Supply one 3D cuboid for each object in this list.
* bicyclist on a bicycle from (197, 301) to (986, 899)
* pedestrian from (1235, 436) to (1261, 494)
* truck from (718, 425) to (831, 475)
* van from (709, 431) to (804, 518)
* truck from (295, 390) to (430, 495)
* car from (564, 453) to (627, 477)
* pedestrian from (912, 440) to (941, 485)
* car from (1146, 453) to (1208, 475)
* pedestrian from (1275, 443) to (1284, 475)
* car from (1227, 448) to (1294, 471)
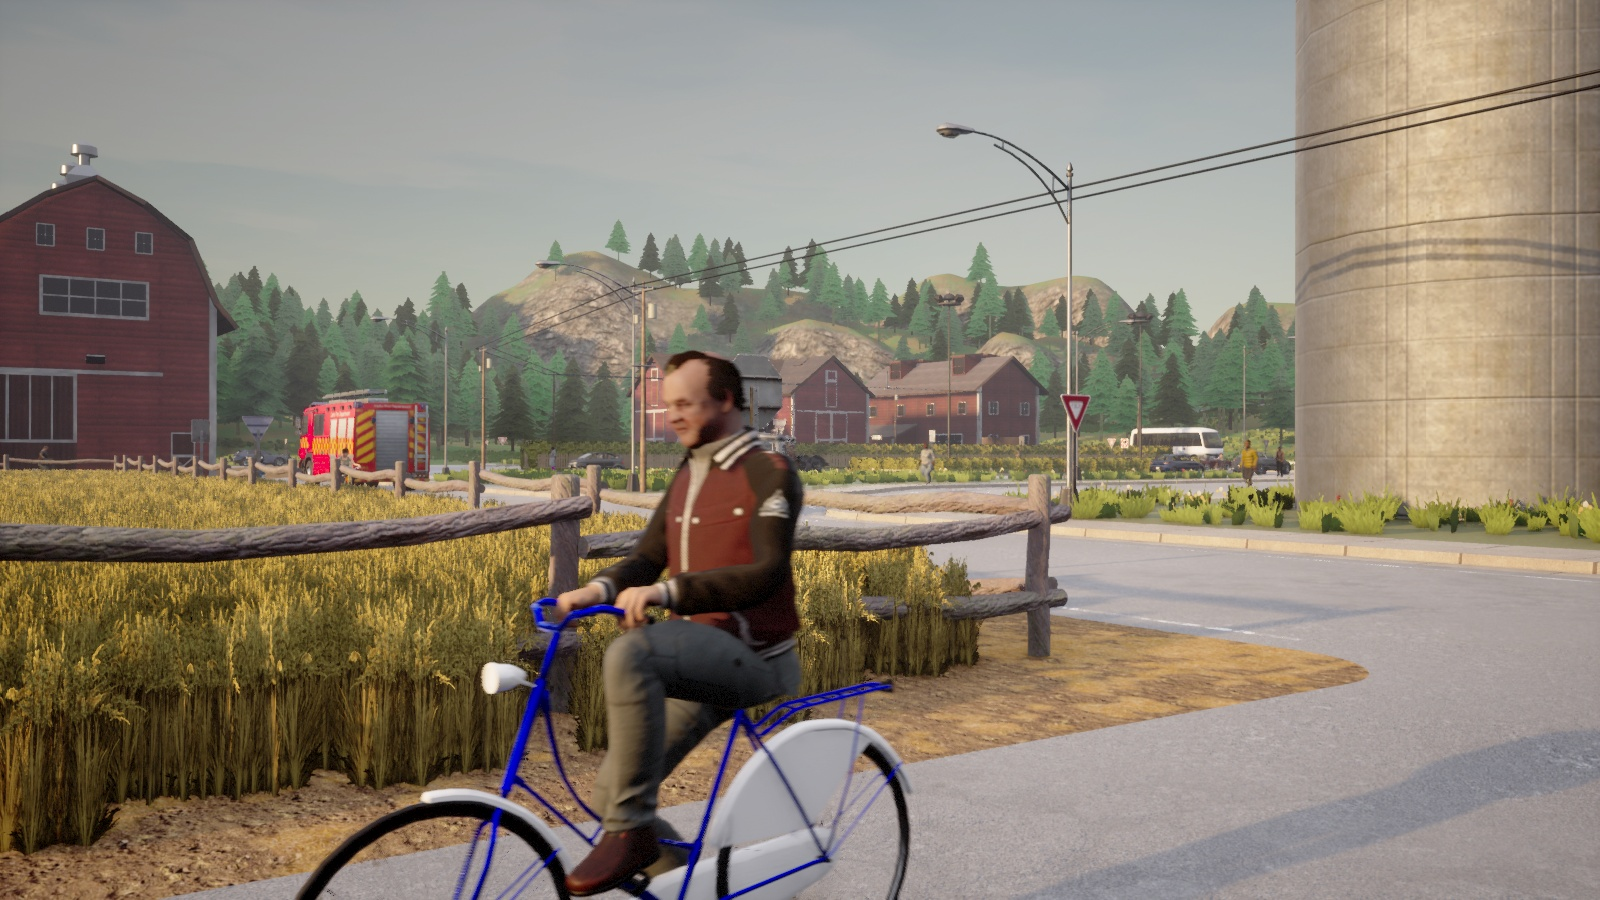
[{"bbox_3d":[-0.418,0.624,3.122,1.843,1.776,0.659,0,-1,-39],"label":"bicyclist on a bicycle"},{"bbox_3d":[14.359,0.468,40.235,0.709,1.840,0.431,0,0,-32],"label":"pedestrian"},{"bbox_3d":[-1.830,-0.010,91.110,7.936,3.462,2.891,0,0,-35],"label":"truck"},{"bbox_3d":[-1.002,0.576,31.308,1.775,1.987,4.442,0,0,6],"label":"van"},{"bbox_3d":[-17.578,-0.260,50.033,2.891,3.827,8.468,0,0,-35],"label":"truck"},{"bbox_3d":[-13.541,0.957,83.101,3.705,1.549,1.789,0,0,-30],"label":"car"},{"bbox_3d":[5.321,0.518,52.743,0.874,1.855,0.900,0,0,41],"label":"pedestrian"},{"bbox_3d":[25.536,0.912,84.933,4.193,1.474,1.816,0,0,-35],"label":"car"},{"bbox_3d":[27.763,0.521,72.715,0.328,1.805,0.869,0,0,34],"label":"pedestrian"},{"bbox_3d":[33.206,0.674,90.477,5.027,1.651,2.152,0,0,-37],"label":"car"}]
